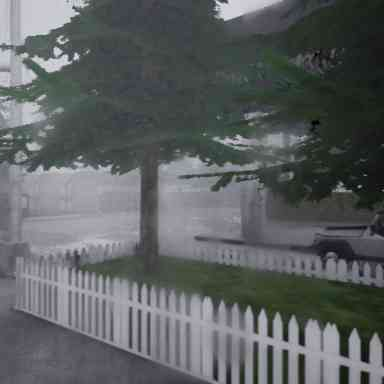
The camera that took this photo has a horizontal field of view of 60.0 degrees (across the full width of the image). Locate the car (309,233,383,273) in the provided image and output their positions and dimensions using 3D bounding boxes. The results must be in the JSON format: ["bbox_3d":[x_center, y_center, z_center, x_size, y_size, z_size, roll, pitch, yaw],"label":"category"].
[{"bbox_3d":[5.444,1.312,9.233,3.866,1.878,1.905,0,0,35],"label":"car"}]
